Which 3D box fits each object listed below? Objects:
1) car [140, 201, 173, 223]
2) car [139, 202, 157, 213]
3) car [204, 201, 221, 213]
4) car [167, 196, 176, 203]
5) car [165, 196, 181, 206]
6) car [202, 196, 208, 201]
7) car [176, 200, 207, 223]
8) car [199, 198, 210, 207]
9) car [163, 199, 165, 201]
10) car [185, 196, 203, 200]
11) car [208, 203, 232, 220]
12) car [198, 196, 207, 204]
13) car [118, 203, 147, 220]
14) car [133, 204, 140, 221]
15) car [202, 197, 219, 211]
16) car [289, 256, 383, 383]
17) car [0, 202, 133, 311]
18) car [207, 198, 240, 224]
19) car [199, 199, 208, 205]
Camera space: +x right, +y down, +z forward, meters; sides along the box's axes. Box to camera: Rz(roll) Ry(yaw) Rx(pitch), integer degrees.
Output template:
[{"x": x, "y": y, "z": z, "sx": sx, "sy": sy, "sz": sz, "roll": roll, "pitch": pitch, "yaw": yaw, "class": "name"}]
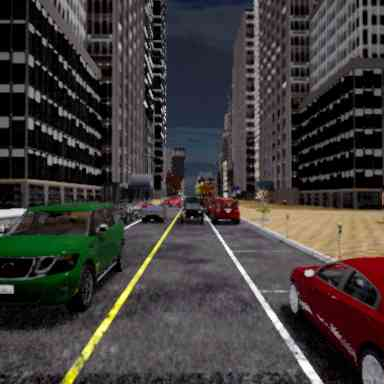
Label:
[{"x": -3.058, "y": 1.792, "z": 28.186, "sx": 2.033, "sy": 1.411, "sz": 5.357, "roll": 0, "pitch": -1, "yaw": 0, "class": "car"}, {"x": -5.744, "y": 1.957, "z": 43.478, "sx": 1.802, "sy": 1.307, "sz": 4.206, "roll": 0, "pitch": 0, "yaw": 0, "class": "car"}, {"x": 2.636, "y": 1.935, "z": 43.491, "sx": 1.947, "sy": 1.339, "sz": 4.313, "roll": 0, "pitch": 0, "yaw": 0, "class": "car"}, {"x": -5.813, "y": 2.107, "z": 93.332, "sx": 2.192, "sy": 1.841, "sz": 5.009, "roll": 0, "pitch": 0, "yaw": 0, "class": "car"}, {"x": -3.116, "y": 1.733, "z": 60.403, "sx": 2.150, "sy": 2.045, "sz": 5.566, "roll": 0, "pitch": 0, "yaw": 1, "class": "car"}, {"x": 2.644, "y": 1.638, "z": 37.954, "sx": 2.192, "sy": 1.841, "sz": 5.009, "roll": 0, "pitch": 0, "yaw": 0, "class": "car"}, {"x": 0.025, "y": 1.730, "z": 27.664, "sx": 2.128, "sy": 1.511, "sz": 4.902, "roll": 0, "pitch": 0, "yaw": 0, "class": "car"}, {"x": 2.277, "y": 2.003, "z": 62.050, "sx": 1.882, "sy": 1.535, "sz": 5.008, "roll": 0, "pitch": 0, "yaw": 0, "class": "car"}, {"x": -5.791, "y": 2.236, "z": 76.713, "sx": 1.802, "sy": 1.307, "sz": 4.206, "roll": 0, "pitch": 0, "yaw": 0, "class": "car"}, {"x": 0.014, "y": 1.597, "z": 43.905, "sx": 2.150, "sy": 2.045, "sz": 5.566, "roll": 0, "pitch": 0, "yaw": 0, "class": "car"}, {"x": 2.651, "y": 1.821, "z": 32.412, "sx": 1.887, "sy": 1.381, "sz": 4.507, "roll": 0, "pitch": 0, "yaw": 0, "class": "car"}, {"x": 2.583, "y": 2.009, "z": 82.266, "sx": 2.192, "sy": 1.841, "sz": 5.009, "roll": 0, "pitch": 0, "yaw": 0, "class": "car"}, {"x": -5.729, "y": 1.832, "z": 32.399, "sx": 2.008, "sy": 1.369, "sz": 4.403, "roll": 0, "pitch": 0, "yaw": 0, "class": "car"}, {"x": -5.721, "y": 1.800, "z": 26.860, "sx": 1.947, "sy": 1.339, "sz": 4.313, "roll": 0, "pitch": 0, "yaw": 0, "class": "car"}, {"x": 2.629, "y": 1.731, "z": 49.032, "sx": 2.192, "sy": 1.841, "sz": 5.009, "roll": 0, "pitch": 0, "yaw": 0, "class": "car"}, {"x": 2.713, "y": 1.585, "z": 4.719, "sx": 1.887, "sy": 1.381, "sz": 4.507, "roll": 0, "pitch": 0, "yaw": 0, "class": "car"}, {"x": -3.109, "y": 1.297, "z": 8.296, "sx": 2.150, "sy": 2.045, "sz": 5.566, "roll": 0, "pitch": -1, "yaw": 0, "class": "car"}, {"x": 2.660, "y": 1.544, "z": 26.875, "sx": 2.192, "sy": 1.841, "sz": 5.009, "roll": 0, "pitch": 0, "yaw": 0, "class": "car"}, {"x": 2.590, "y": 2.214, "z": 76.725, "sx": 1.947, "sy": 1.339, "sz": 4.313, "roll": 0, "pitch": 0, "yaw": 0, "class": "car"}]
